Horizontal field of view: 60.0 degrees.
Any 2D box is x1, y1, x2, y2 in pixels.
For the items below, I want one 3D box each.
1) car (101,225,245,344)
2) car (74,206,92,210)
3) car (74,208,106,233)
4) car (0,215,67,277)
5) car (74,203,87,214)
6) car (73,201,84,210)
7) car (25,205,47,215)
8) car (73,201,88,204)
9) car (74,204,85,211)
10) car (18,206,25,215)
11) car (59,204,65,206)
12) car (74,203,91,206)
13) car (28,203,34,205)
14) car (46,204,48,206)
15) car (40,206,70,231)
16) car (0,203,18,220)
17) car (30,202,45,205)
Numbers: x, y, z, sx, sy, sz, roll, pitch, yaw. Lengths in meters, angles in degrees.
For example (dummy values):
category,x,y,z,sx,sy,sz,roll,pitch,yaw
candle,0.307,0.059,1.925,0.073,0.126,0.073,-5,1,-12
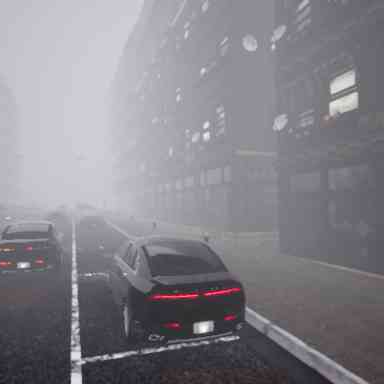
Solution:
category,x,y,z,sx,sy,sz,roll,pitch,yaw
car,-0.659,1.652,6.845,1.837,1.490,4.892,0,-1,-20
car,-8.877,2.155,28.434,1.887,1.381,4.507,2,-2,-20
car,-7.008,2.040,23.230,1.887,1.381,4.507,2,-2,-20
car,-5.305,1.740,11.141,1.837,1.490,4.892,0,-1,-20
car,-18.255,2.644,54.448,1.967,1.590,4.097,2,-2,-20
car,-25.731,3.027,75.269,2.192,1.841,5.009,2,-2,-20
car,-17.803,2.409,37.402,1.895,1.301,4.718,0,-1,-19
car,-14.513,2.276,44.042,2.192,1.841,5.009,2,-2,-20
car,-21.997,3.035,64.852,1.802,1.307,4.206,2,-2,-20
car,-20.048,2.097,36.243,2.192,1.841,5.009,2,-2,-20
car,-17.435,2.430,44.625,1.801,1.575,5.366,0,-1,-20
car,-10.738,2.166,33.644,1.967,1.590,4.097,2,-2,-20
car,-23.793,2.586,46.644,1.947,1.339,4.313,2,-2,-20
car,-36.879,3.498,83.069,1.802,1.307,4.206,2,-2,-20
car,-11.182,2.113,27.505,1.812,1.442,4.674,0,-1,-20
car,-18.179,1.980,31.040,2.192,1.841,5.009,2,-2,-20
car,-29.395,2.707,62.261,2.192,1.841,5.009,2,-2,-20
